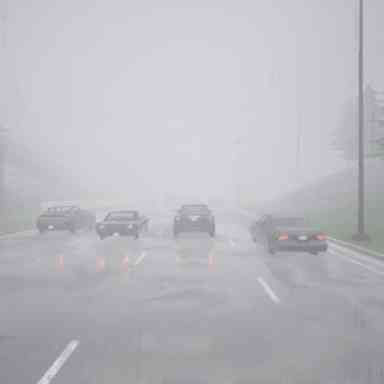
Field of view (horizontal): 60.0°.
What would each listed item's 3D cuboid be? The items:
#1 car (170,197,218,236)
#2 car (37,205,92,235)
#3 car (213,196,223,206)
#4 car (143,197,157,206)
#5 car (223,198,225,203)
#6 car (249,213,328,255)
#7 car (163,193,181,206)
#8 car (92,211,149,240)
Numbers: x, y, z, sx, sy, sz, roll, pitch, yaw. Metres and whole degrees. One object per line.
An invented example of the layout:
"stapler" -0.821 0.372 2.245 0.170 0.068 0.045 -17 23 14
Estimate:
"car" 0.110 1.355 18.409 2.097 1.767 4.553 0 0 0
"car" -6.891 1.495 18.656 2.128 1.511 4.902 0 0 0
"car" 3.537 1.557 53.989 2.033 1.411 5.357 0 0 2
"car" -6.943 1.502 55.150 2.128 1.511 4.902 0 0 2
"car" 5.014 1.515 64.266 1.837 1.490 4.892 0 0 17
"car" 3.607 1.550 13.338 2.033 1.411 5.357 0 0 0
"car" -3.449 1.232 54.779 2.150 2.045 5.566 0 0 2
"car" -3.392 1.604 17.137 1.895 1.301 4.718 0 0 0
